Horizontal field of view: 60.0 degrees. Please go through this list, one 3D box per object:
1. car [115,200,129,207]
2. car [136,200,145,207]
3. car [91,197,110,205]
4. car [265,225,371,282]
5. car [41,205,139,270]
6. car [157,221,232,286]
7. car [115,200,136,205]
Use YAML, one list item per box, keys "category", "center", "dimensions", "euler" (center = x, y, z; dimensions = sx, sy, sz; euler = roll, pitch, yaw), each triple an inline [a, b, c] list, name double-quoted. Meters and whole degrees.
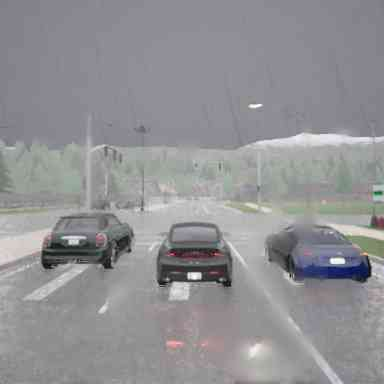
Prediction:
- category: "car"
  center: [-14.235, 2.364, 67.760]
  dimensions: [1.994, 1.385, 4.181]
  euler: [0, -1, 1]
- category: "car"
  center: [-10.734, 2.318, 67.799]
  dimensions: [2.128, 1.511, 4.902]
  euler: [0, -1, 1]
- category: "car"
  center: [-14.553, 1.853, 52.752]
  dimensions: [2.150, 2.045, 5.566]
  euler: [0, -1, 1]
- category: "car"
  center: [3.580, 1.688, 10.175]
  dimensions: [1.994, 1.385, 4.181]
  euler: [0, -1, 0]
- category: "car"
  center: [-3.410, 1.494, 11.745]
  dimensions: [2.097, 1.767, 4.553]
  euler: [0, -1, 0]
- category: "car"
  center: [0.076, 1.623, 9.735]
  dimensions: [1.837, 1.490, 4.892]
  euler: [0, -1, 0]
- category: "car"
  center: [-10.945, 2.135, 53.802]
  dimensions: [2.128, 1.511, 4.902]
  euler: [0, -1, 1]
